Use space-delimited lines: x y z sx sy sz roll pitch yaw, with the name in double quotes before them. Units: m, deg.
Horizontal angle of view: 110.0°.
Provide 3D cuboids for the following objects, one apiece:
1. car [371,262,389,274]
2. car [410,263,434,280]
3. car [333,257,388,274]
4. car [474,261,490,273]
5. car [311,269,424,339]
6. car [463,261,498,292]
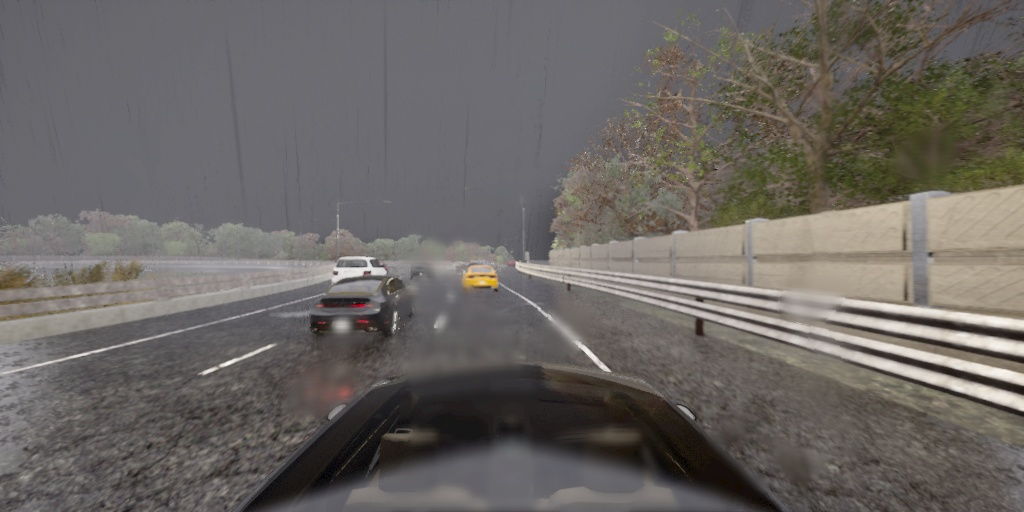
"car" -17.044 1.503 46.139 1.812 1.442 4.674 0 0 -24
"car" -8.334 1.400 33.155 1.837 1.490 4.892 0 0 -16
"car" -8.959 1.078 21.445 2.150 2.045 5.566 0 0 -10
"car" -3.945 1.409 47.986 1.882 1.535 5.008 0 0 -1
"car" -3.962 1.302 10.349 1.837 1.490 4.892 0 0 -5
"car" -1.973 1.309 22.124 1.882 1.535 5.008 0 0 -8
